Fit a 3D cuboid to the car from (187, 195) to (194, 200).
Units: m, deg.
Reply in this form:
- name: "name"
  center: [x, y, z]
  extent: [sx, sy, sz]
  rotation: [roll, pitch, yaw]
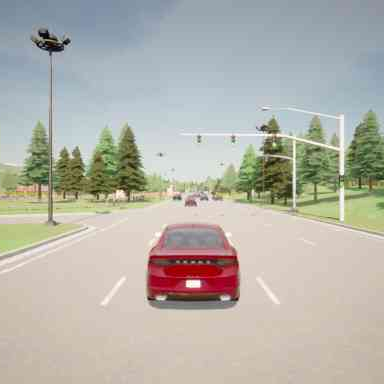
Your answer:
- name: "car"
  center: [-0.346, 1.427, 94.042]
  extent: [1.895, 1.301, 4.718]
  rotation: [0, 0, 0]

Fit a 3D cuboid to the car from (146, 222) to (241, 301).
- name: "car"
  center: [0.032, 1.478, 8.377]
  extent: [1.882, 1.535, 5.008]
  rotation: [0, 0, 0]

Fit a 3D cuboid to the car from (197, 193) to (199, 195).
- name: "car"
  center: [3.154, 1.357, 94.025]
  extent: [2.128, 1.511, 4.902]
  rotation: [0, 0, 0]

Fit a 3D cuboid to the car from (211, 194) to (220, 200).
- name: "car"
  center: [6.654, 1.372, 94.038]
  extent: [2.033, 1.411, 5.357]
  rotation: [0, 0, 0]

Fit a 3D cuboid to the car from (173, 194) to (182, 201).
- name: "car"
  center: [-3.807, 1.469, 83.579]
  extent: [1.882, 1.535, 5.008]
  rotation: [0, 0, 0]

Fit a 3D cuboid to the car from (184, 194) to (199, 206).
- name: "car"
  center: [-0.194, 1.525, 52.979]
  extent: [1.812, 1.442, 4.674]
  rotation: [0, 0, 0]

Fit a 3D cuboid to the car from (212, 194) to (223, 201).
- name: "car"
  center: [6.693, 1.516, 83.618]
  extent: [2.128, 1.511, 4.902]
  rotation: [0, 0, 0]

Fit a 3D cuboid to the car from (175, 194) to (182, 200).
- name: "car"
  center: [-3.846, 1.310, 93.999]
  extent: [1.882, 1.535, 5.008]
  rotation: [0, 0, 0]

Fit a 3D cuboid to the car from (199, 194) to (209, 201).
- name: "car"
  center: [3.191, 1.516, 84.022]
  extent: [1.812, 1.442, 4.674]
  rotation: [0, 0, 0]
